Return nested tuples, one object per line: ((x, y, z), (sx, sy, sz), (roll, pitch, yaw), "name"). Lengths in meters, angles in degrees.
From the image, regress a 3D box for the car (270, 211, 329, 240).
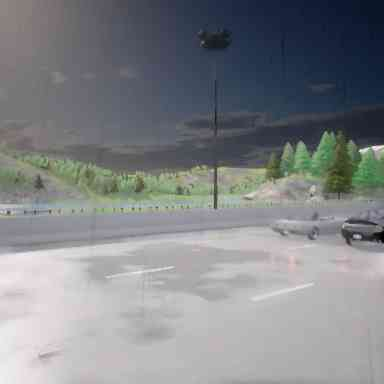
((6.261, 1.613, 16.933), (4.718, 1.301, 1.895), (0, 0, -35), "car")

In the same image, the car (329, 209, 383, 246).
((8.269, 1.492, 14.066), (4.902, 1.511, 2.128), (0, 0, -35), "car")
